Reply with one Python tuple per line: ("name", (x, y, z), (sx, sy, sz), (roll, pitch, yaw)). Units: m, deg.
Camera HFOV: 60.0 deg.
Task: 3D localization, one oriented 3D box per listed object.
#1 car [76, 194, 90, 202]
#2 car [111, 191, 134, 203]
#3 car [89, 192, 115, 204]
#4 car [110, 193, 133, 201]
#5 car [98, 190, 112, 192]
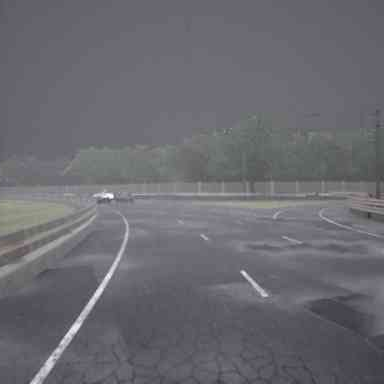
("car", (-19.000, 1.002, 58.771), (2.033, 1.411, 5.357), (-1, 1, -38))
("car", (-10.606, 0.953, 52.144), (2.128, 1.511, 4.902), (-1, 1, -30))
("car", (-13.714, 1.108, 50.538), (1.895, 1.301, 4.718), (-1, 1, -30))
("car", (-13.311, 0.901, 62.849), (2.033, 1.411, 5.357), (-1, 1, -38))
("car", (-16.177, 0.634, 60.829), (2.150, 2.045, 5.566), (-1, 1, -38))
